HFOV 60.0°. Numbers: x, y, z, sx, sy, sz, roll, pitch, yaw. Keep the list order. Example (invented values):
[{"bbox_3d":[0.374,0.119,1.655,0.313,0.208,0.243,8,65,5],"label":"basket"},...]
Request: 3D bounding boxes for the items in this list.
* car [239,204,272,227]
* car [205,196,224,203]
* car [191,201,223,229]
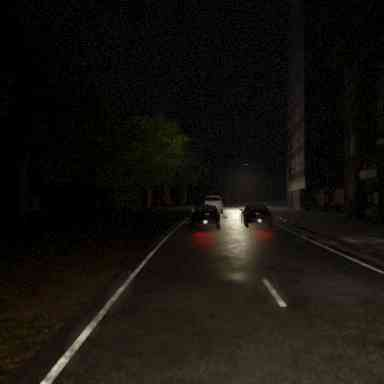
[{"bbox_3d":[4.557,1.629,23.879,1.837,1.490,4.892,0,0,4],"label":"car"},{"bbox_3d":[2.674,1.497,40.483,2.150,2.045,5.566,0,0,7],"label":"car"},{"bbox_3d":[0.971,1.618,22.735,1.837,1.490,4.892,0,-1,4],"label":"car"}]
